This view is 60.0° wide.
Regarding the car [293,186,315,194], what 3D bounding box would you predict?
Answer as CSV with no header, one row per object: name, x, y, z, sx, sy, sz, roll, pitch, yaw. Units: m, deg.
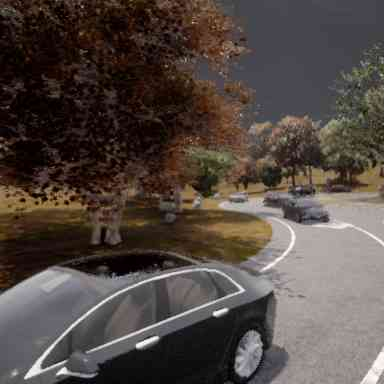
car,17.112,-0.114,52.182,5.008,1.535,1.882,-3,1,-28

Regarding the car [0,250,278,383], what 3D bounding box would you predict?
car,-0.950,1.510,3.574,4.892,1.490,1.837,0,1,-44

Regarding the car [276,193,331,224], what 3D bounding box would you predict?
car,7.114,1.087,21.160,1.837,1.490,4.892,-1,1,0

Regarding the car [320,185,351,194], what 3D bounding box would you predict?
car,24.908,-0.531,57.751,5.008,1.535,1.882,-1,1,-2

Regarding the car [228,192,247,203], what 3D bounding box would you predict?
car,5.899,0.692,42.674,1.895,1.301,4.718,-2,1,17

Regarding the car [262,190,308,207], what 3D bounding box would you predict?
car,8.673,0.797,32.345,2.033,1.411,5.357,-2,1,-12
